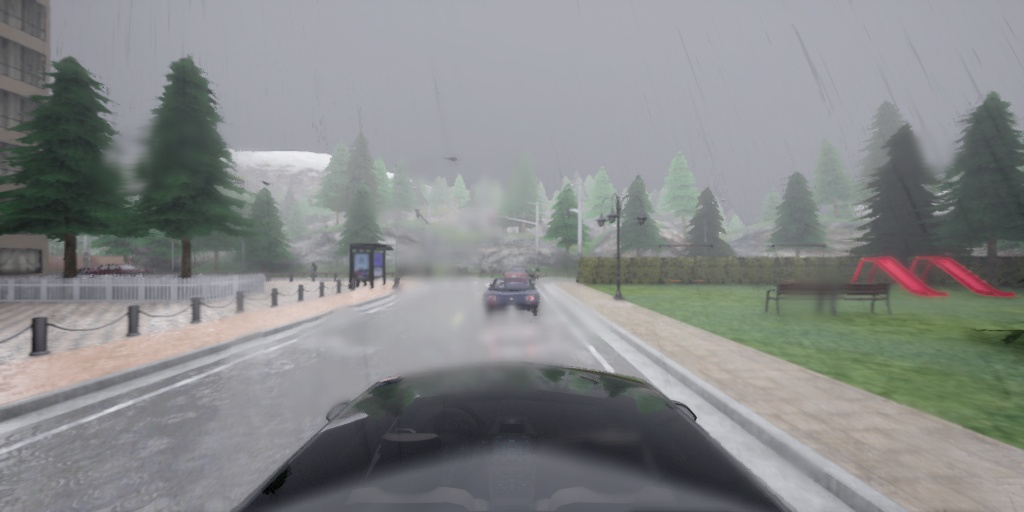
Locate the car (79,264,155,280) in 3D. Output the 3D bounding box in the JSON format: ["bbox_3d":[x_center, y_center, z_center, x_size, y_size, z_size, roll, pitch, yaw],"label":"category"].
[{"bbox_3d":[-35.118,1.450,32.268,5.008,1.535,1.882,0,0,1],"label":"car"}]

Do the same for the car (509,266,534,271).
[{"bbox_3d":[0.789,1.508,29.335,1.994,1.385,4.181,0,0,17],"label":"car"}]

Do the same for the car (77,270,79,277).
[{"bbox_3d":[-40.874,1.561,35.863,4.181,1.385,1.994,0,0,0],"label":"car"}]

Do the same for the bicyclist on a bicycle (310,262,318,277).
[{"bbox_3d":[-21.649,1.474,39.222,0.582,1.620,1.656,0,0,0],"label":"bicyclist on a bicycle"}]

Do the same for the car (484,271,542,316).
[{"bbox_3d":[0.042,1.432,13.714,1.895,1.301,4.718,0,0,0],"label":"car"}]
